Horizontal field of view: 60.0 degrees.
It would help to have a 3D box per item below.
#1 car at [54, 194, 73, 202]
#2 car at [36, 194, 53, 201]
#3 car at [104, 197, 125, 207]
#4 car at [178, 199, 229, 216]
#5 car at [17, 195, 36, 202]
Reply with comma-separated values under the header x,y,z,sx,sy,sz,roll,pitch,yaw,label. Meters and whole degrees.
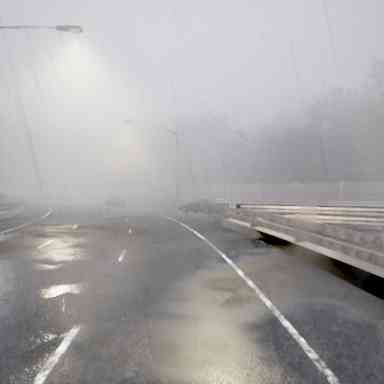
x,y,z,sx,sy,sz,roll,pitch,yaw,label
-28.334,1.332,74.285,2.097,1.767,4.553,0,0,-43,car
-34.457,1.405,75.807,5.357,1.411,2.033,0,0,44,car
-11.354,1.373,48.672,2.033,1.411,5.357,0,0,-29,car
1.035,1.353,31.130,2.033,1.411,5.357,0,0,-45,car
-36.968,1.407,73.369,4.902,1.511,2.128,0,0,44,car
